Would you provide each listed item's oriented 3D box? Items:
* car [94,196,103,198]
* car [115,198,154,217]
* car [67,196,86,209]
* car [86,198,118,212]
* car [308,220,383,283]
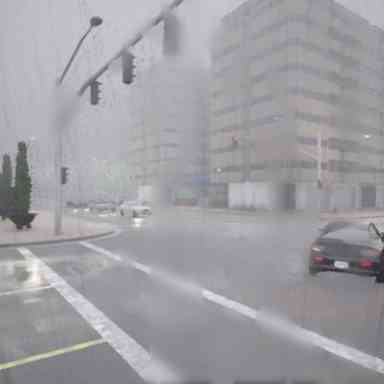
[{"bbox_3d":[-17.774,1.608,62.168,1.837,1.490,4.892,0,0,-35],"label":"car"},{"bbox_3d":[-5.364,1.593,31.875,1.812,1.442,4.674,0,0,-35],"label":"car"},{"bbox_3d":[-16.322,1.421,47.598,2.097,1.767,4.553,0,0,-36],"label":"car"},{"bbox_3d":[-10.561,1.669,39.321,1.895,1.301,4.718,0,0,-35],"label":"car"},{"bbox_3d":[4.709,1.571,9.904,1.812,1.442,4.674,1,0,30],"label":"car"}]
